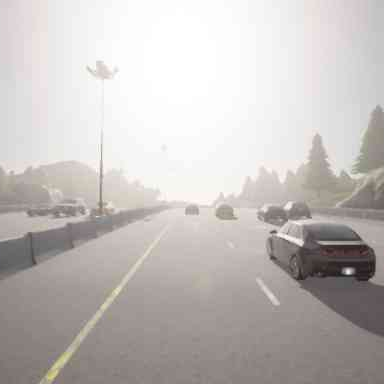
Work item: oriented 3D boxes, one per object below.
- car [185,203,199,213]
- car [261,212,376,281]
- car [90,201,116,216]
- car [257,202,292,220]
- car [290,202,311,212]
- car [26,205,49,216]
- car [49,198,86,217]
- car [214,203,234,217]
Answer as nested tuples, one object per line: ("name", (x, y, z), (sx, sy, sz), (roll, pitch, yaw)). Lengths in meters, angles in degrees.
("car", (0.033, 2.346, 49.047), (1.994, 1.385, 4.181), (0, -2, 0))
("car", (3.601, 1.587, 10.080), (1.837, 1.490, 4.892), (0, 0, 0))
("car", (-10.570, 1.904, 39.568), (2.097, 1.767, 4.553), (0, -1, 0))
("car", (7.101, 1.862, 29.795), (1.837, 1.490, 4.892), (0, -1, 0))
("car", (10.601, 1.796, 34.469), (2.097, 1.767, 4.553), (0, -1, 0))
("car", (-17.555, 2.142, 39.069), (1.895, 1.301, 4.718), (0, -1, 1))
("car", (-14.063, 1.751, 38.563), (2.150, 2.045, 5.566), (0, -1, 0))
("car", (3.601, 1.992, 37.885), (1.882, 1.535, 5.008), (0, -1, 0))
